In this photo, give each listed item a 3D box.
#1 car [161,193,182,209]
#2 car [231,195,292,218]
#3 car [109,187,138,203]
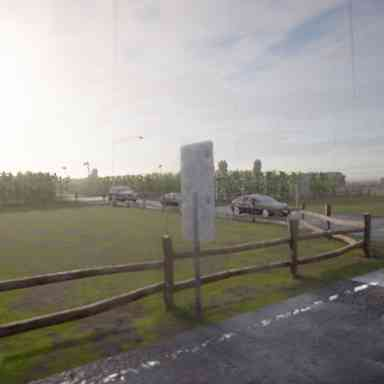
[{"bbox_3d":[-1.197,0.813,31.830,2.128,1.511,4.902,-2,2,-35],"label":"car"},{"bbox_3d":[4.715,0.980,23.231,1.837,1.490,4.892,-2,2,-33],"label":"car"},{"bbox_3d":[-8.952,0.347,43.026,2.150,2.045,5.566,-2,2,-35],"label":"car"}]
